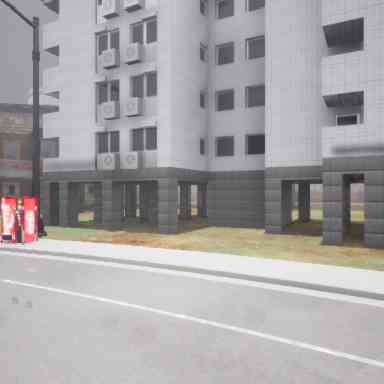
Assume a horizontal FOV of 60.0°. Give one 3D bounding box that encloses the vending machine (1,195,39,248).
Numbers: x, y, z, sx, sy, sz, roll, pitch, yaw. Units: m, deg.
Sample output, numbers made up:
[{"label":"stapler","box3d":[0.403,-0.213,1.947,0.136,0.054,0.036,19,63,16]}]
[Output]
[{"label":"vending machine","box3d":[-7.198,1.195,13.927,0.880,2.100,1.100,0,0,21]}]
